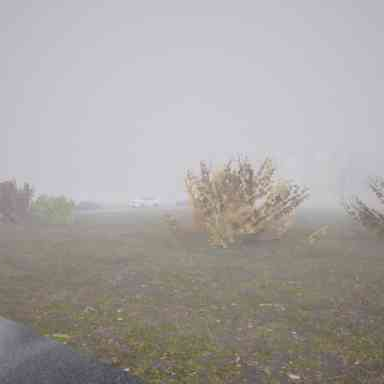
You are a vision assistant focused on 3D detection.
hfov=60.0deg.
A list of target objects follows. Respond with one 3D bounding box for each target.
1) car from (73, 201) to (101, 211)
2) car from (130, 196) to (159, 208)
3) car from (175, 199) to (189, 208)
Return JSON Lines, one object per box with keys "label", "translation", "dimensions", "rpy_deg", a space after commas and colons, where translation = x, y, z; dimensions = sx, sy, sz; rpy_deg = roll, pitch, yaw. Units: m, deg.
{"label": "car", "translation": [-15.374, 1.926, 46.609], "dimensions": [2.033, 1.411, 5.357], "rpy_deg": [-1, -1, 36]}
{"label": "car", "translation": [-8.004, 1.737, 56.827], "dimensions": [2.150, 2.045, 5.566], "rpy_deg": [-1, -1, 36]}
{"label": "car", "translation": [-0.977, 2.010, 60.423], "dimensions": [1.882, 1.535, 5.008], "rpy_deg": [-1, -1, 36]}
